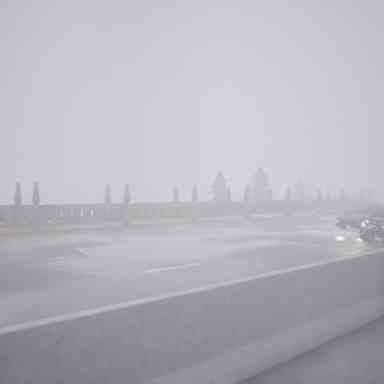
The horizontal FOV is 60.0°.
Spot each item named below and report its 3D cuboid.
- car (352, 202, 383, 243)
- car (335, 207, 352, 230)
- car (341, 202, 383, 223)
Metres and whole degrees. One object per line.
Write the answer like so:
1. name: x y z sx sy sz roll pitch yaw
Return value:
1. car: 9.668 1.406 15.238 4.553 1.767 2.097 0 0 -36
2. car: 11.064 1.617 20.510 5.357 1.411 2.033 0 0 -36
3. car: 14.470 1.609 27.609 4.892 1.490 1.837 0 0 -40
